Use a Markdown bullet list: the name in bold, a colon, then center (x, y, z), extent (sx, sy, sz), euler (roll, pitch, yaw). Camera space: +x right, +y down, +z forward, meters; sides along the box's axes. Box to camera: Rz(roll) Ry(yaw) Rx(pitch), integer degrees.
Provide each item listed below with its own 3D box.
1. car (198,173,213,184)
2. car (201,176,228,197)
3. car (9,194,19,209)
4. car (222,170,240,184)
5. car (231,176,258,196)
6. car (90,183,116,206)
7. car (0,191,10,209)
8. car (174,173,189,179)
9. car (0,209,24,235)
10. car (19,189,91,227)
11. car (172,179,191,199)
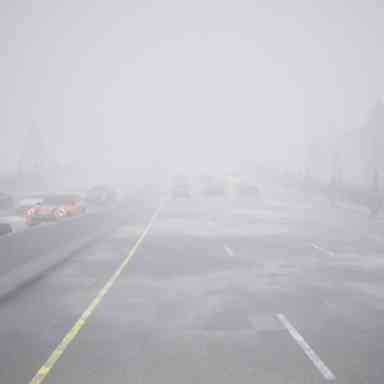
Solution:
- **car**: center (2.010, -2.049, 48.515), extent (1.882, 1.535, 5.008), euler (0, 7, -2)
- **car**: center (2.408, -0.460, 36.211), extent (1.882, 1.535, 5.008), euler (0, 7, -2)
- **car**: center (-11.348, 0.730, 24.907), extent (1.812, 1.442, 4.674), euler (0, 4, -2)
- **car**: center (5.491, -2.026, 46.443), extent (2.150, 2.045, 5.566), euler (0, 7, -2)
- **car**: center (5.898, -0.477, 36.449), extent (1.882, 1.535, 5.008), euler (0, 7, -2)
- **car**: center (-8.044, 0.189, 29.043), extent (2.097, 1.767, 4.553), euler (0, 6, -1)
- **car**: center (-14.910, 0.736, 24.270), extent (2.128, 1.511, 4.902), euler (0, 5, -2)
- **car**: center (-1.533, -2.006, 48.090), extent (1.882, 1.535, 5.008), euler (0, 7, -1)
- **car**: center (-7.417, 1.492, 9.988), extent (2.033, 1.411, 5.357), euler (0, 1, -2)
- **car**: center (-7.744, 0.943, 19.388), extent (2.097, 1.767, 4.553), euler (0, 3, -2)
- **car**: center (-1.120, -0.150, 34.151), extent (2.033, 1.411, 5.357), euler (0, 7, -1)
